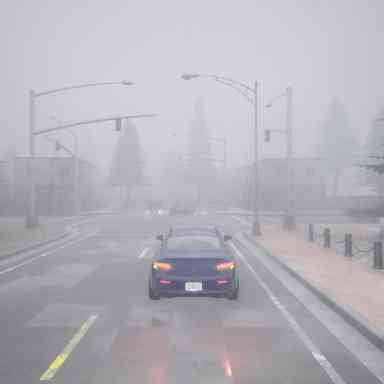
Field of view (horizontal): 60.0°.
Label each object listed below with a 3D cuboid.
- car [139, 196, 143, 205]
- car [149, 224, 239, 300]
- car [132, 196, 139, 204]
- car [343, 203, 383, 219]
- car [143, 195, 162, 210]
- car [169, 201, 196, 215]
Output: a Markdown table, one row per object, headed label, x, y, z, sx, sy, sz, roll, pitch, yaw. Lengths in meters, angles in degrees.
| label | x | y | z | sx | sy | sz | roll | pitch | yaw |
| --- | --- | --- | --- | --- | --- | --- | --- | --- | --- |
| car | -6.689 | 1.318 | 52.971 | 2.097 | 1.767 | 4.553 | 0 | 0 | -15 |
| car | 0.041 | 1.526 | 8.256 | 1.812 | 1.442 | 4.674 | 0 | 0 | 0 |
| car | -10.082 | 1.470 | 62.777 | 1.837 | 1.490 | 4.892 | 0 | 0 | -23 |
| car | 15.443 | 1.585 | 28.132 | 4.718 | 1.301 | 1.895 | 0 | 0 | 2 |
| car | -4.938 | 1.443 | 43.084 | 1.882 | 1.535 | 5.008 | 0 | 0 | -6 |
| car | -0.885 | 1.533 | 33.244 | 1.994 | 1.385 | 4.181 | 0 | 0 | 12 |
